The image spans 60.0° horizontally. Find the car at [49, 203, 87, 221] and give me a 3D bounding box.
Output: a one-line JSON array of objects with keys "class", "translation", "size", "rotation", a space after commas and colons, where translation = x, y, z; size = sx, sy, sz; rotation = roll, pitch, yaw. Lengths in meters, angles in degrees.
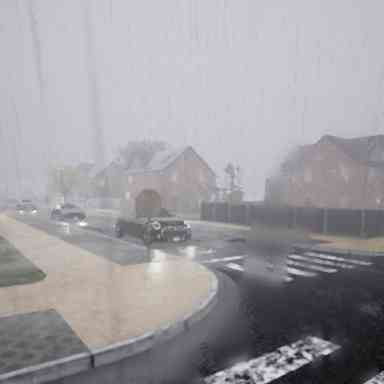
[{"class": "car", "translation": [-10.584, 1.647, 28.119], "size": [2.033, 1.411, 5.357], "rotation": [2, -1, -36]}]

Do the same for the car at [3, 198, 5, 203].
[{"class": "car", "translation": [-43.751, 1.937, 79.146], "size": [2.033, 1.411, 5.357], "rotation": [2, -2, -36]}]

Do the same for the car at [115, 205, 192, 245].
[{"class": "car", "translation": [-1.952, 1.444, 16.113], "size": [2.097, 1.767, 4.553], "rotation": [2, -1, -36]}]

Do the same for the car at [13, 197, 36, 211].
[{"class": "car", "translation": [-22.061, 1.685, 44.254], "size": [1.812, 1.442, 4.674], "rotation": [2, -1, -36]}]

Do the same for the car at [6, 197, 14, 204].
[{"class": "car", "translation": [-37.888, 1.796, 70.994], "size": [1.994, 1.385, 4.181], "rotation": [2, -1, -36]}]
